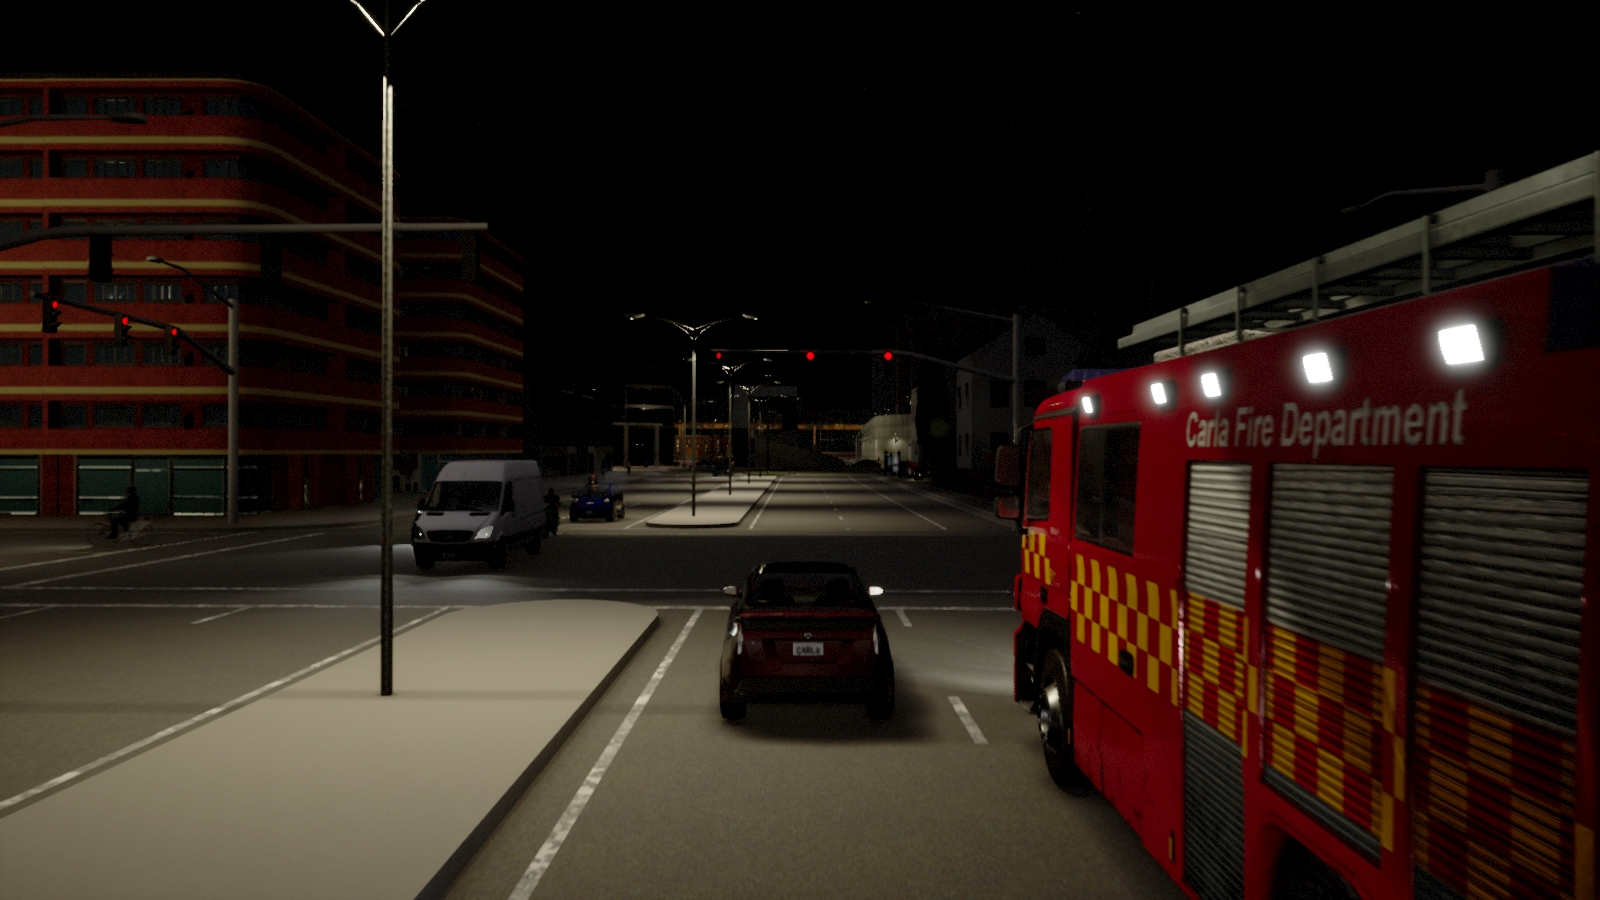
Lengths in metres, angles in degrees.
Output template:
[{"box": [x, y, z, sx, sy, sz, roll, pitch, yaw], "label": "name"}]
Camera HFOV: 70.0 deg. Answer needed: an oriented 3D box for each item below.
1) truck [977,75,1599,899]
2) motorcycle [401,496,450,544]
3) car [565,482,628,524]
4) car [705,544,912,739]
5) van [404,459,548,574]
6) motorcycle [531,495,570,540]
[{"box": [3.237, 0.904, 7.326, 2.891, 3.827, 8.468, 0, 0, 0], "label": "truck"}, {"box": [-11.537, 2.146, 35.268, 0.764, 1.332, 2.356, 0, 0, 0], "label": "motorcycle"}, {"box": [-8.038, 2.057, 45.375, 1.845, 1.501, 3.633, 0, 0, 0], "label": "car"}, {"box": [0.053, 2.051, 13.364, 2.007, 1.525, 4.514, 0, 0, -1], "label": "car"}, {"box": [-8.032, 1.540, 28.989, 1.988, 2.561, 5.915, 0, 0, 0], "label": "van"}, {"box": [-8.020, 2.142, 36.785, 0.856, 1.341, 1.805, 0, 0, 0], "label": "motorcycle"}]
